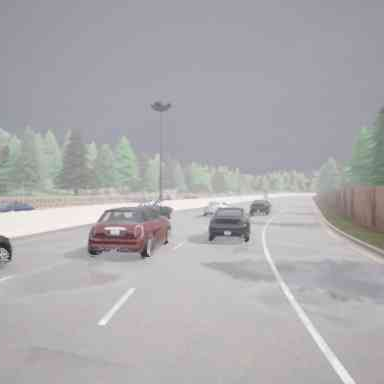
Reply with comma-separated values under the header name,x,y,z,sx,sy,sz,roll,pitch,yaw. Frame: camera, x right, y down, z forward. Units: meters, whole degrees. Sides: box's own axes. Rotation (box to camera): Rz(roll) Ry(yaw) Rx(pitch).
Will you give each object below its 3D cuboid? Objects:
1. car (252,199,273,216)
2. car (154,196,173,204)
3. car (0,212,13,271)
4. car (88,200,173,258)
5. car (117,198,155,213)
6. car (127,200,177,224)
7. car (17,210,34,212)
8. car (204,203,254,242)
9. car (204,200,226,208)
name,x,y,z,sx,sy,sz,roll,pitch,yaw
car,7.050,1.513,33.855,1.837,1.490,4.892,0,0,19
car,-5.279,1.468,62.770,1.812,1.442,4.674,0,0,19
car,-6.352,1.458,7.876,2.128,1.511,4.902,0,0,5
car,-2.193,1.334,12.925,2.097,1.767,4.553,0,0,8
car,-6.373,1.494,38.456,2.033,1.411,5.357,0,0,19
car,-2.943,1.461,25.688,2.128,1.511,4.902,0,0,16
car,-14.104,1.447,25.390,1.812,1.442,4.674,0,0,14
car,1.986,1.502,16.567,1.837,1.490,4.892,0,0,11
car,2.409,1.515,31.085,1.812,1.442,4.674,0,0,18
